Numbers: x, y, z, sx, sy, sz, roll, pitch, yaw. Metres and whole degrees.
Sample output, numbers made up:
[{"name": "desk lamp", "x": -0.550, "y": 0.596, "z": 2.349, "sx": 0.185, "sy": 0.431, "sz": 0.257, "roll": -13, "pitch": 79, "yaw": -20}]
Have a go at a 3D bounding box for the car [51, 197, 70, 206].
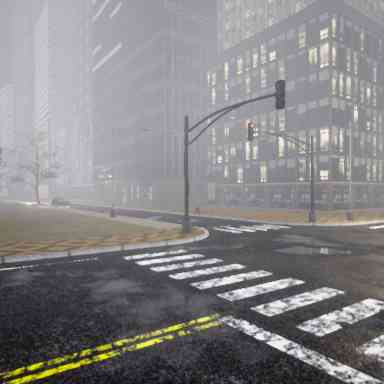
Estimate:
[{"name": "car", "x": -21.594, "y": 1.552, "z": 54.301, "sx": 2.033, "sy": 1.411, "sz": 5.357, "roll": 0, "pitch": 0, "yaw": -35}]
